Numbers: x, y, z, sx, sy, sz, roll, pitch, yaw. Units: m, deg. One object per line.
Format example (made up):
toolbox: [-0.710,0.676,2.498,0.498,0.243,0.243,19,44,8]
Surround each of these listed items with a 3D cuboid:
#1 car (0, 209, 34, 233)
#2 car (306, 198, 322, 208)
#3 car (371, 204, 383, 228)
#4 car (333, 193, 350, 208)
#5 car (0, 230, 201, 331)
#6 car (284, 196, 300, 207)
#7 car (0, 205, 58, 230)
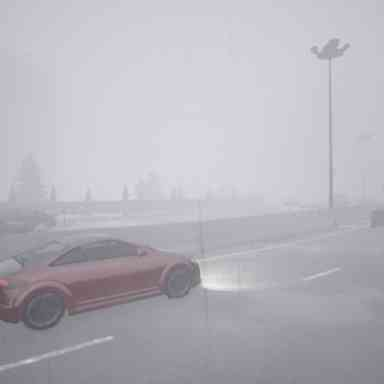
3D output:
car: [-9.727,1.648,14.361,4.718,1.301,1.895,0,0,-37]
car: [17.342,1.535,47.137,1.812,1.442,4.674,-1,0,25]
car: [12.669,1.428,20.749,1.882,1.535,5.008,0,0,41]
car: [18.843,1.201,42.393,2.150,2.045,5.566,0,-1,28]
car: [-1.850,1.573,6.997,4.181,1.385,1.994,0,0,-37]
car: [15.595,1.399,51.756,2.097,1.767,4.553,-1,0,23]
car: [-10.159,1.530,18.456,5.008,1.535,1.882,0,0,-39]
